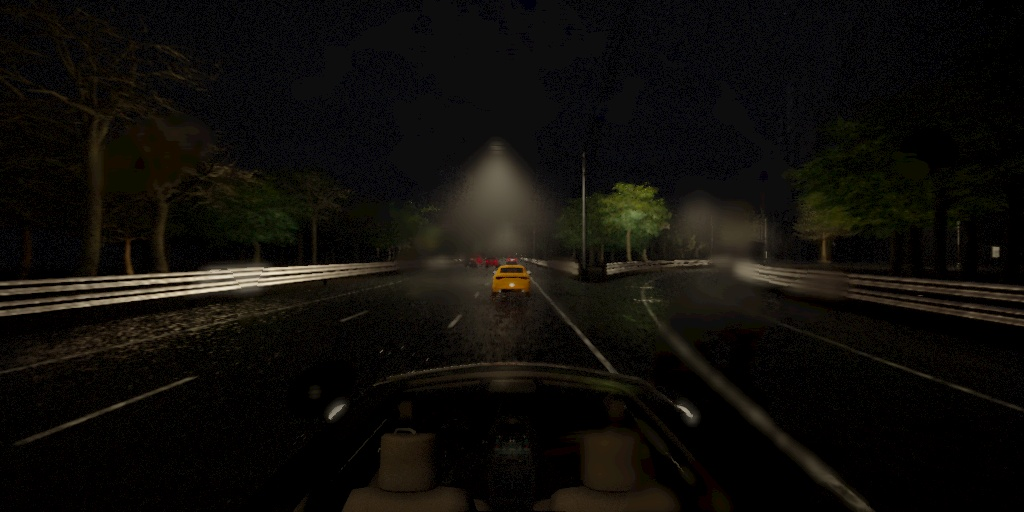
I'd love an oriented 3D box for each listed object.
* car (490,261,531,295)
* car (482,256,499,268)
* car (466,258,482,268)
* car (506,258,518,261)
[{"bbox_3d":[-0.003,1.240,19.697,1.882,1.535,5.008,0,0,0],"label":"car"},{"bbox_3d":[-3.507,1.084,63.087,2.150,2.045,5.566,0,0,0],"label":"car"},{"bbox_3d":[-7.008,1.425,63.473,1.994,1.385,4.181,0,0,0],"label":"car"},{"bbox_3d":[-0.008,1.375,47.654,1.994,1.385,4.181,0,0,0],"label":"car"}]
